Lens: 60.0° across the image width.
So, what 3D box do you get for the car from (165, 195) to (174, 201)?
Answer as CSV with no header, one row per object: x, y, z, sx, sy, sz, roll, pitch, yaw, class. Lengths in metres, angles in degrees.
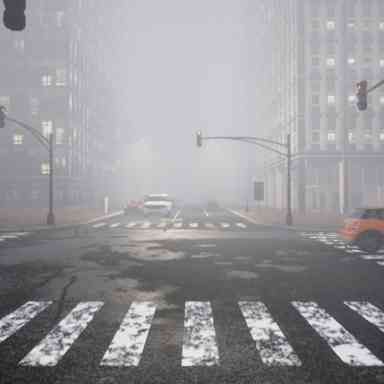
-5.636,1.556,83.965,1.887,1.381,4.507,1,0,0,car

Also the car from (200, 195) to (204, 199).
2.732,1.532,56.322,1.752,1.417,4.829,1,0,0,car

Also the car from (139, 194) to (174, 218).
-3.083,1.223,30.349,2.150,2.045,5.566,0,0,0,car

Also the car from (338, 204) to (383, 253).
8.224,1.345,12.824,4.553,1.767,2.097,0,-1,9,car

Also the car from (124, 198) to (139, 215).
-5.658,1.444,33.788,1.967,1.590,4.097,1,0,0,car

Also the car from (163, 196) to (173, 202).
-5.639,1.561,78.390,2.008,1.369,4.403,1,0,0,car

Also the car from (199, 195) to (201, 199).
2.733,1.574,61.729,1.947,1.339,4.313,1,0,0,car

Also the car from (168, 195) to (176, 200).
-5.632,1.580,95.115,1.947,1.339,4.313,1,0,0,car

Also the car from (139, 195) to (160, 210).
-5.650,1.320,44.939,2.192,1.841,5.009,1,0,0,car

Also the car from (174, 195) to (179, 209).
-3.076,1.530,44.988,1.812,1.442,4.674,0,0,0,car

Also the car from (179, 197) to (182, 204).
-2.975,1.574,64.506,1.994,1.385,4.181,0,0,0,car

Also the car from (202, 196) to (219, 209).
2.724,1.587,44.996,1.802,1.307,4.206,1,0,0,car

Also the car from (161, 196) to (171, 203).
-5.642,1.554,72.814,1.887,1.381,4.507,1,0,0,car

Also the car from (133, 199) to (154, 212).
-5.658,1.586,39.364,1.802,1.307,4.206,1,0,0,car

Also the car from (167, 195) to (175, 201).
-5.634,1.563,89.540,2.008,1.369,4.403,1,0,0,car
